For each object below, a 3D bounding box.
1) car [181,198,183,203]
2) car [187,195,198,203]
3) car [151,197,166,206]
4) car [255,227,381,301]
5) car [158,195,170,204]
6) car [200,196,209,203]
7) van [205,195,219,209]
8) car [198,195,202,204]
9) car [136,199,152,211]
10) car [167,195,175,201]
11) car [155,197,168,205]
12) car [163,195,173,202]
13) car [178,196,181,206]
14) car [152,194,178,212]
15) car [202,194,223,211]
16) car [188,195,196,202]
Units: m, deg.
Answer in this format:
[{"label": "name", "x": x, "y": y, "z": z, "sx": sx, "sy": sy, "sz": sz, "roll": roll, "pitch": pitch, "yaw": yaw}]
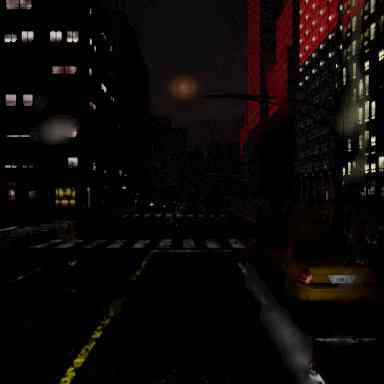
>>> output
[{"label": "car", "x": -3.008, "y": 1.582, "z": 68.441, "sx": 1.812, "sy": 1.442, "sz": 4.674, "roll": 0, "pitch": 0, "yaw": 0}, {"label": "car", "x": 0.079, "y": 1.585, "z": 70.109, "sx": 1.812, "sy": 1.442, "sz": 4.674, "roll": 0, "pitch": 0, "yaw": 0}, {"label": "car", "x": -5.699, "y": 1.588, "z": 57.080, "sx": 2.008, "sy": 1.369, "sz": 4.403, "roll": 0, "pitch": 0, "yaw": 0}, {"label": "car", "x": 2.685, "y": 1.526, "z": 8.258, "sx": 1.752, "sy": 1.417, "sz": 4.829, "roll": 0, "pitch": 0, "yaw": 0}, {"label": "car", "x": -5.700, "y": 1.496, "z": 68.134, "sx": 1.967, "sy": 1.590, "sz": 4.097, "roll": 0, "pitch": 0, "yaw": 0}, {"label": "car", "x": 2.680, "y": 1.610, "z": 73.661, "sx": 1.887, "sy": 1.381, "sz": 4.507, "roll": 0, "pitch": 0, "yaw": 0}, {"label": "van", "x": 2.681, "y": 1.363, "z": 46.027, "sx": 1.690, "sy": 1.788, "sz": 3.998, "roll": 0, "pitch": 0, "yaw": 0}, {"label": "car", "x": 2.680, "y": 1.361, "z": 62.607, "sx": 2.192, "sy": 1.841, "sz": 5.009, "roll": 0, "pitch": 0, "yaw": 0}, {"label": "car", "x": -5.697, "y": 1.567, "z": 40.500, "sx": 2.008, "sy": 1.369, "sz": 4.403, "roll": 0, "pitch": 0, "yaw": 0}, {"label": "car", "x": -5.701, "y": 1.623, "z": 90.070, "sx": 1.752, "sy": 1.417, "sz": 4.829, "roll": 0, "pitch": 0, "yaw": 0}, {"label": "car", "x": -5.699, "y": 1.591, "z": 62.606, "sx": 1.887, "sy": 1.381, "sz": 4.507, "roll": 0, "pitch": 0, "yaw": 0}, {"label": "car", "x": -5.701, "y": 1.516, "z": 79.187, "sx": 1.967, "sy": 1.590, "sz": 4.097, "roll": 0, "pitch": 0, "yaw": 0}, {"label": "car", "x": -3.097, "y": 1.536, "z": 53.055, "sx": 1.837, "sy": 1.490, "sz": 4.892, "roll": 0, "pitch": 0, "yaw": 0}, {"label": "car", "x": -3.126, "y": 1.237, "z": 39.787, "sx": 2.150, "sy": 2.045, "sz": 5.566, "roll": 0, "pitch": 0, "yaw": -1}, {"label": "car", "x": 2.682, "y": 1.331, "z": 40.501, "sx": 2.192, "sy": 1.841, "sz": 5.009, "roll": 0, "pitch": 0, "yaw": 0}, {"label": "car", "x": -0.006, "y": 1.577, "z": 80.075, "sx": 1.837, "sy": 1.490, "sz": 4.892, "roll": 0, "pitch": 0, "yaw": 0}]
